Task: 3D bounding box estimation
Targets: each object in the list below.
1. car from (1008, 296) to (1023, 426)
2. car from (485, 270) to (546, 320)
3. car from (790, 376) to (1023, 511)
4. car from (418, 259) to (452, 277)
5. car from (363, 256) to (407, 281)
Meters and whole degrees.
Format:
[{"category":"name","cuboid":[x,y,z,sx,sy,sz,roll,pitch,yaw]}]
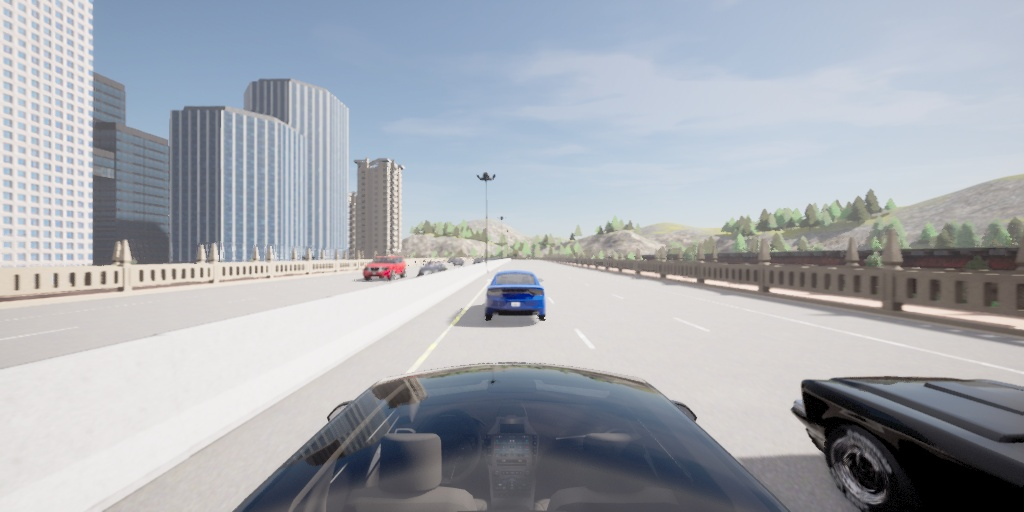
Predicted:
[{"category":"car","cuboid":[7.099,1.241,1.910,2.128,1.511,4.902,0,0,0]},{"category":"car","cuboid":[0.103,1.236,12.751,1.882,1.535,5.008,0,0,0]},{"category":"car","cuboid":[3.600,1.350,1.264,1.895,1.301,4.718,0,0,0]},{"category":"car","cuboid":[-7.087,1.266,32.333,2.128,1.511,4.902,0,0,0]},{"category":"car","cuboid":[-10.590,0.996,30.332,2.150,2.045,5.566,0,0,0]}]
